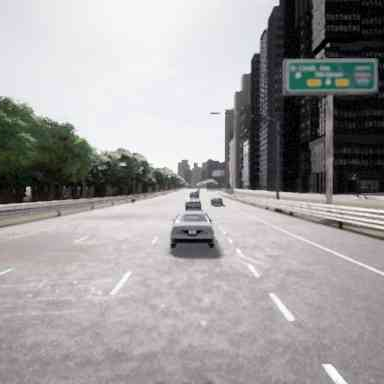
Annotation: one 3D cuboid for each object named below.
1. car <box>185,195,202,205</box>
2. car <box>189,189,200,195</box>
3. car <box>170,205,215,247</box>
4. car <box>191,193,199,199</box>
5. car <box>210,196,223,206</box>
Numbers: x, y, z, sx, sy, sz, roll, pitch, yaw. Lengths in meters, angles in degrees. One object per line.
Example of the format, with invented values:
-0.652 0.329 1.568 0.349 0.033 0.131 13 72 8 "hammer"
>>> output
0.165 1.433 38.985 2.128 1.511 4.902 0 0 0 "car"
0.551 0.942 71.558 2.150 2.045 5.566 0 0 1 "car"
0.025 1.545 14.979 2.033 1.411 5.357 0 0 0 "car"
0.895 1.094 91.413 2.033 1.411 5.357 0 1 1 "car"
3.905 1.353 52.867 2.128 1.511 4.902 0 1 1 "car"
